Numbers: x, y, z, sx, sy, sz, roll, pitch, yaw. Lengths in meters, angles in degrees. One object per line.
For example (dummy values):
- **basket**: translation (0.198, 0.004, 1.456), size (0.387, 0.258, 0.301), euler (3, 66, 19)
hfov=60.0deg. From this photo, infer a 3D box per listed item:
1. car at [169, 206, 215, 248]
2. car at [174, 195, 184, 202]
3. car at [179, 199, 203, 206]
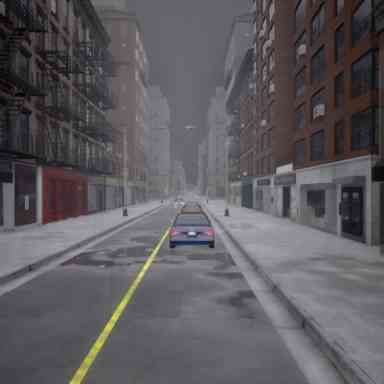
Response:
- **car**: translation (0.000, 1.564, 14.650), size (2.033, 1.411, 5.357), euler (0, 0, 0)
- **car**: translation (-2.750, 1.425, 71.759), size (1.812, 1.442, 4.674), euler (0, 0, 0)
- **car**: translation (0.000, 1.574, 29.650), size (1.994, 1.385, 4.181), euler (0, 0, 0)
